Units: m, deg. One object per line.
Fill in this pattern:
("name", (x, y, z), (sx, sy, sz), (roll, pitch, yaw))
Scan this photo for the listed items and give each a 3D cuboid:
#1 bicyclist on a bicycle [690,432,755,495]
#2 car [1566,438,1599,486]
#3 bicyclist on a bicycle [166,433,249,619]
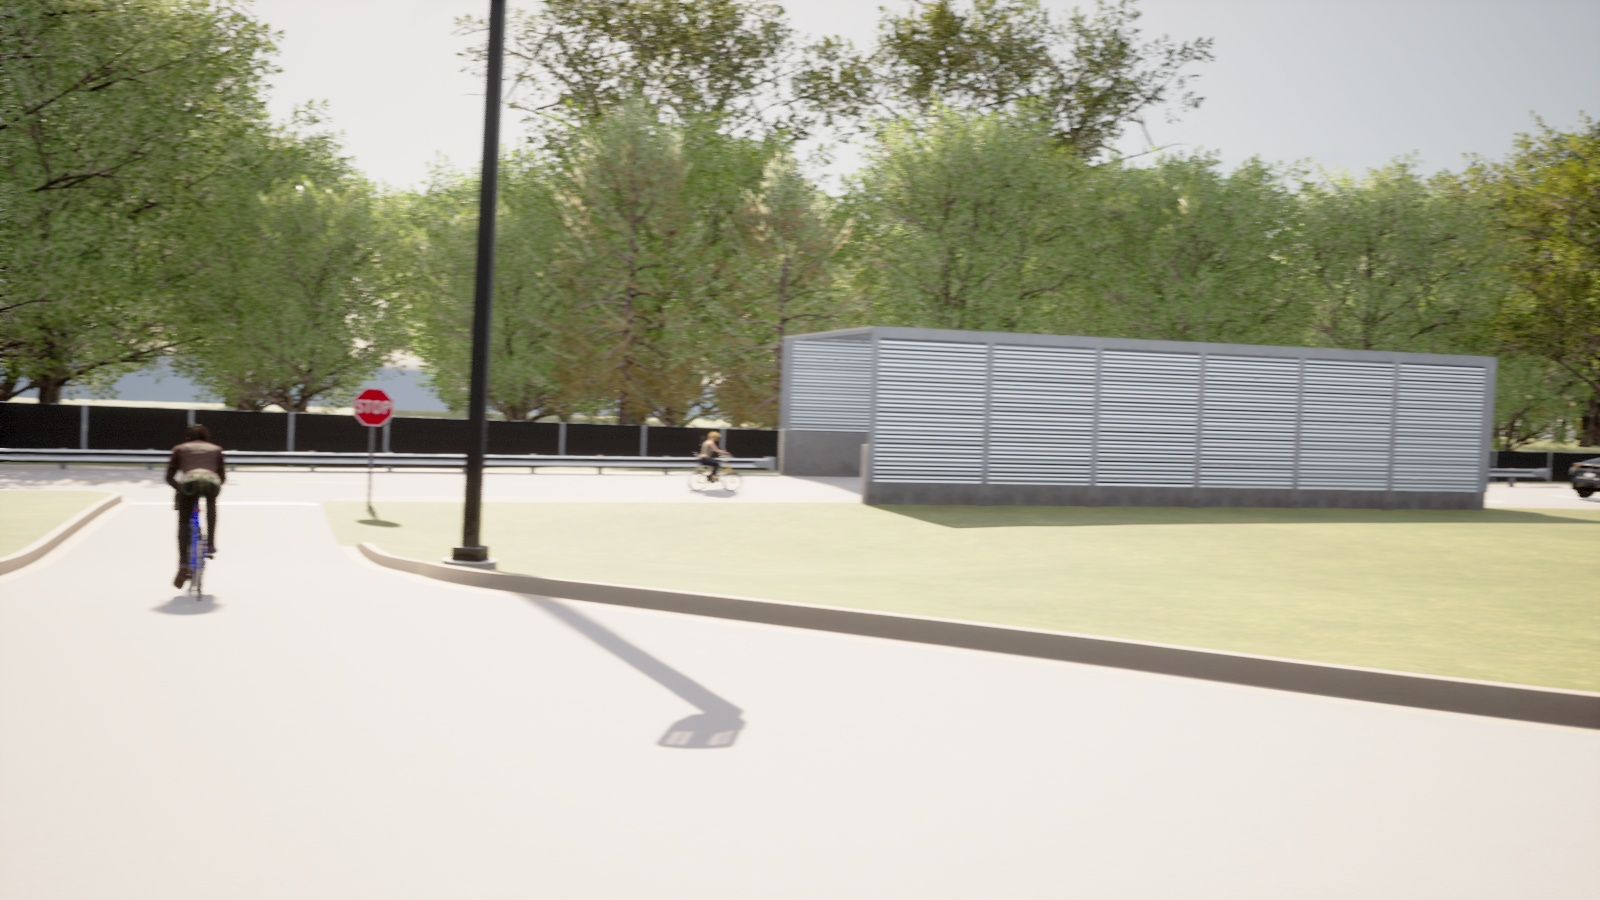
("bicyclist on a bicycle", (-2.057, 0.352, 33.395), (1.509, 1.612, 0.866), (0, 3, -20))
("car", (28.728, 0.437, 42.667), (4.514, 1.525, 2.007), (0, 3, -16))
("bicyclist on a bicycle", (-5.591, 0.683, 11.810), (0.582, 1.620, 1.656), (1, -2, -29))
